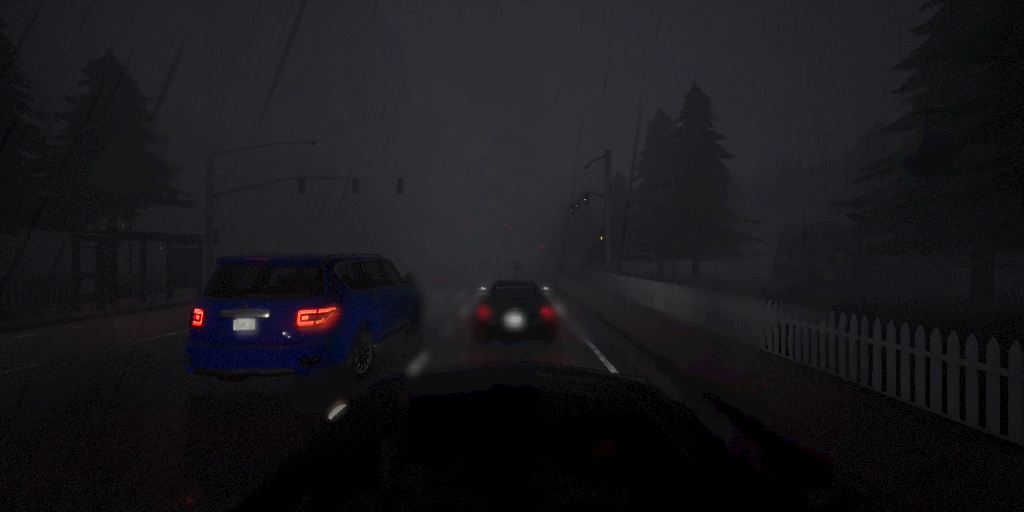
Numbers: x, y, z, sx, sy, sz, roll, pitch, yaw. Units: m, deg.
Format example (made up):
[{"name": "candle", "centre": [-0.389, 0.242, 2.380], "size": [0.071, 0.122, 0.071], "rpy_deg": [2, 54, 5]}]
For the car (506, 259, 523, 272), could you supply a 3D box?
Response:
[{"name": "car", "centre": [0.281, 1.102, 45.664], "size": [2.097, 1.767, 4.553], "rpy_deg": [0, 0, 0]}]

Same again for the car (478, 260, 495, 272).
[{"name": "car", "centre": [-3.222, 1.242, 45.570], "size": [2.128, 1.511, 4.902], "rpy_deg": [0, 0, 1]}]

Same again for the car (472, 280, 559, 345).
[{"name": "car", "centre": [0.089, 1.314, 9.556], "size": [1.994, 1.385, 4.181], "rpy_deg": [0, 0, 1]}]

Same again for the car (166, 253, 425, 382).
[{"name": "car", "centre": [-3.404, 0.972, 7.276], "size": [2.150, 2.045, 5.566], "rpy_deg": [0, 0, 0]}]
